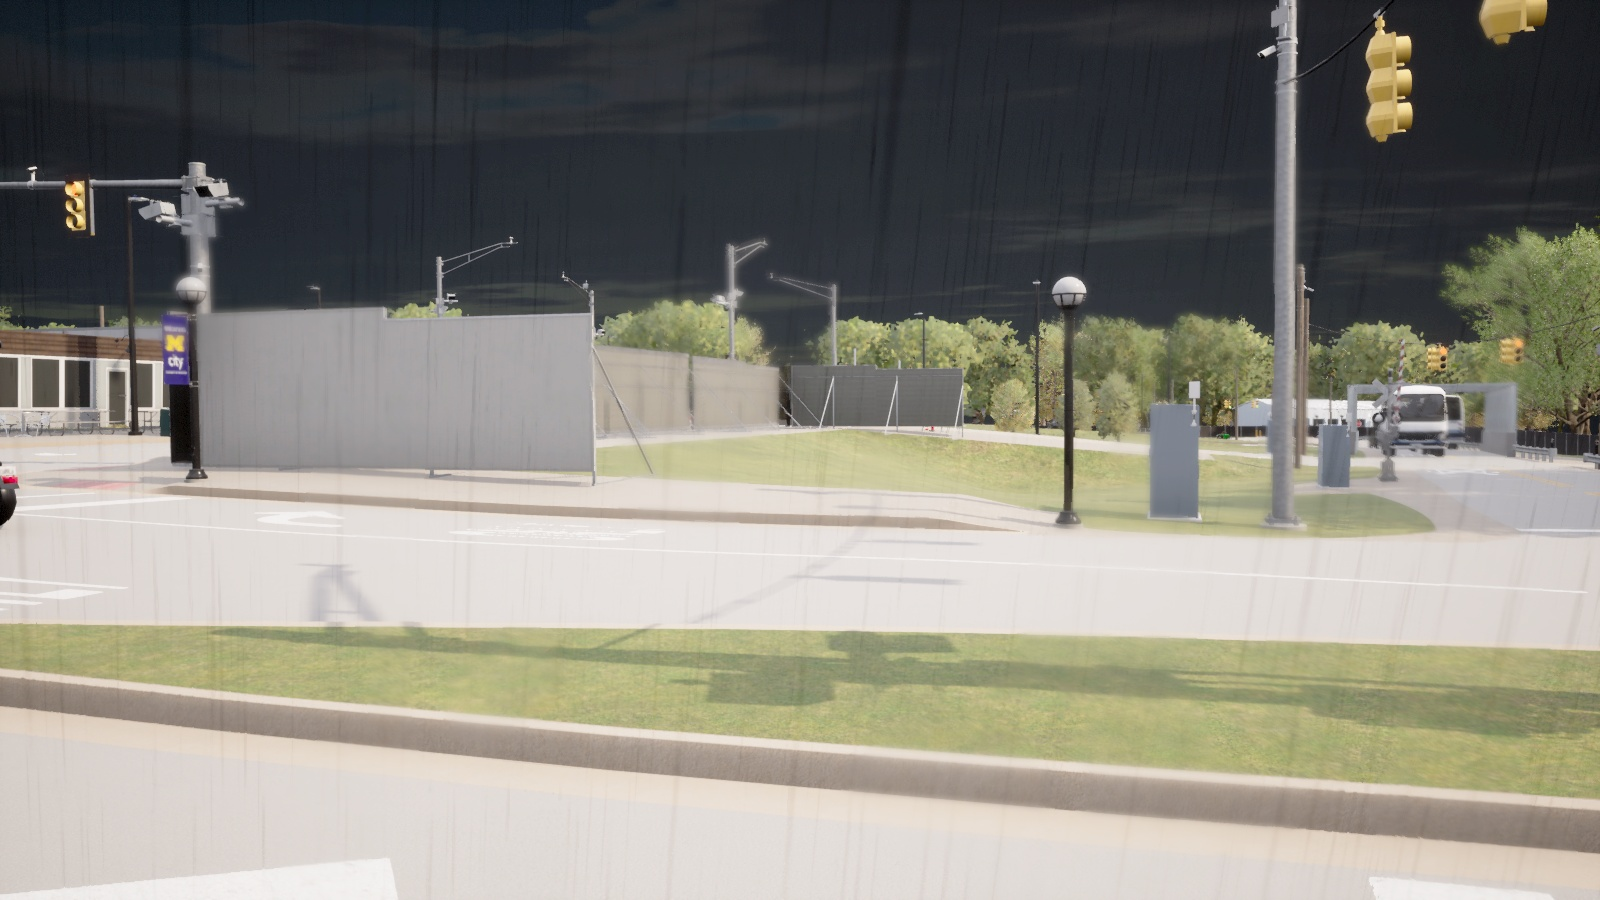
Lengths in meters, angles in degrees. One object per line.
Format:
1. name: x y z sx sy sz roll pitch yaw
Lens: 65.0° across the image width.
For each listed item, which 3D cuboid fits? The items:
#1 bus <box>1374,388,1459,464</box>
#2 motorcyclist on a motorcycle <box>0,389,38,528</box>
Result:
1. bus: 37.191 -1.443 76.144 3.944 4.253 10.273 1 1 23
2. motorcyclist on a motorcycle: -10.607 0.053 15.367 2.350 1.649 0.766 2 2 15
